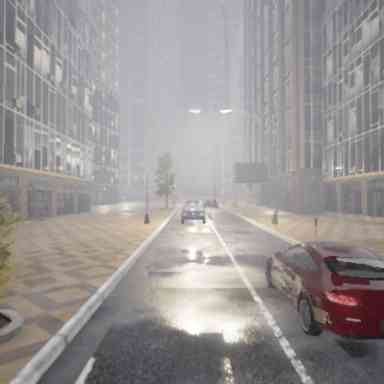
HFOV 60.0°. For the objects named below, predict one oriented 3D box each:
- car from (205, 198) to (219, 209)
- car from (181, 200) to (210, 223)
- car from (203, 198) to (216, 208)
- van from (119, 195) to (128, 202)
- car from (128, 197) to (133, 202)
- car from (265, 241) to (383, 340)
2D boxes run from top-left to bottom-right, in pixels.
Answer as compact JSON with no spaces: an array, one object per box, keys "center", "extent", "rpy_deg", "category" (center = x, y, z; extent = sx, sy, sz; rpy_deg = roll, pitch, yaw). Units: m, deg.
[{"center":[2.587,1.512,45.346],"extent":[1.967,1.590,4.097],"rpy_deg":[1,0,0],"category":"car"},{"center":[0.105,1.584,25.981],"extent":[2.033,1.411,5.357],"rpy_deg":[0,0,0],"category":"car"},{"center":[2.585,1.666,50.913],"extent":[1.802,1.307,4.206],"rpy_deg":[1,0,0],"category":"car"},{"center":[-17.816,1.565,77.892],"extent":[3.998,1.788,1.690],"rpy_deg":[-1,-1,14],"category":"van"},{"center":[-17.438,1.932,86.057],"extent":[4.403,1.369,2.008],"rpy_deg":[-1,-1,14],"category":"car"},{"center":[2.578,1.589,6.373],"extent":[1.802,1.307,4.206],"rpy_deg":[1,0,0],"category":"car"}]
